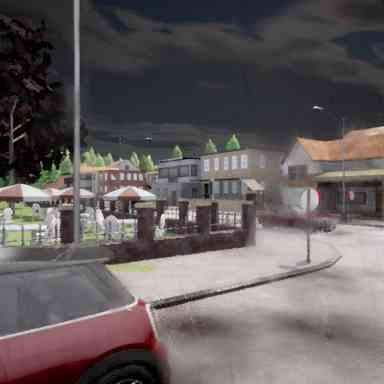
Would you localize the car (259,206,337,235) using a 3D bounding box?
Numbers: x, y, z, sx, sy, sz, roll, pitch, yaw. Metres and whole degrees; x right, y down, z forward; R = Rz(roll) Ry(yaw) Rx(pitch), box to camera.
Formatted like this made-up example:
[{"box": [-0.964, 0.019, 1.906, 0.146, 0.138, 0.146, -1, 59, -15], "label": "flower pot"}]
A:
[{"box": [5.937, 1.530, 19.229, 1.812, 1.442, 4.674, 0, 0, -36], "label": "car"}]

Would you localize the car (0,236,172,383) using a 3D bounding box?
[{"box": [-2.502, 1.352, 2.747, 4.553, 1.767, 2.097, 0, 0, -35], "label": "car"}]

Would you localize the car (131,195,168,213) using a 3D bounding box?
[{"box": [-4.661, 1.228, 34.097, 2.150, 2.045, 5.566, 0, 0, -35], "label": "car"}]

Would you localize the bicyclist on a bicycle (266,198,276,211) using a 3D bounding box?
[{"box": [7.542, 1.357, 31.424, 1.656, 1.620, 0.582, 0, 0, -35], "label": "bicyclist on a bicycle"}]

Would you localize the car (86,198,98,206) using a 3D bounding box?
[{"box": [-16.121, 1.228, 50.374, 2.150, 2.045, 5.566, 0, 0, -35], "label": "car"}]
